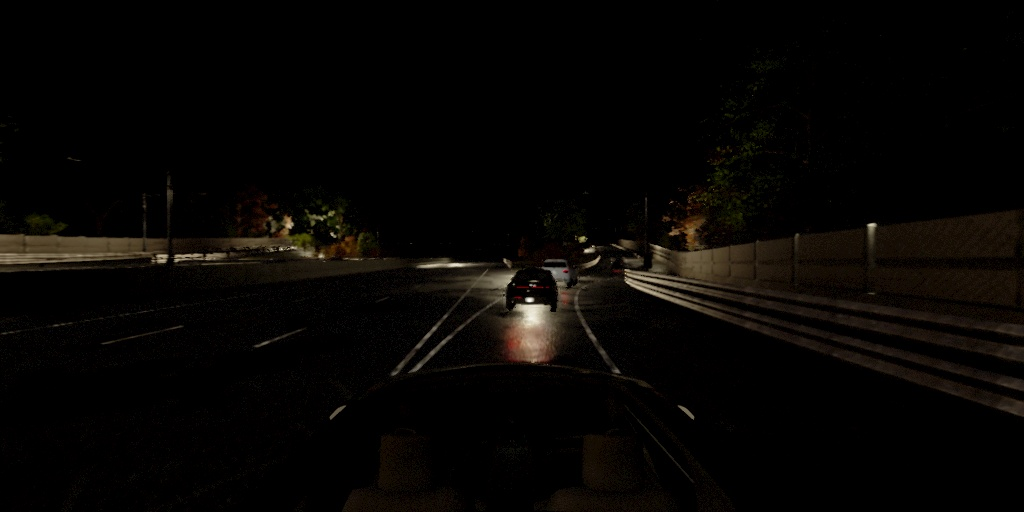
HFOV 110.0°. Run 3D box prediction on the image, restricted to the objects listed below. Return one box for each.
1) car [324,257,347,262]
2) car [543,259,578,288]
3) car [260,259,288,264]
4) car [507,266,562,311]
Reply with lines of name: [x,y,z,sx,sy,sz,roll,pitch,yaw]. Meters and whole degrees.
car: [-22.677,1.109,46.595,1.882,1.535,5.008,0,0,-1]
car: [3.625,1.298,27.043,2.150,2.045,5.566,0,-1,17]
car: [-29.623,1.115,44.562,1.812,1.442,4.674,0,0,-2]
car: [0.960,1.288,14.647,1.837,1.490,4.892,0,-1,8]
